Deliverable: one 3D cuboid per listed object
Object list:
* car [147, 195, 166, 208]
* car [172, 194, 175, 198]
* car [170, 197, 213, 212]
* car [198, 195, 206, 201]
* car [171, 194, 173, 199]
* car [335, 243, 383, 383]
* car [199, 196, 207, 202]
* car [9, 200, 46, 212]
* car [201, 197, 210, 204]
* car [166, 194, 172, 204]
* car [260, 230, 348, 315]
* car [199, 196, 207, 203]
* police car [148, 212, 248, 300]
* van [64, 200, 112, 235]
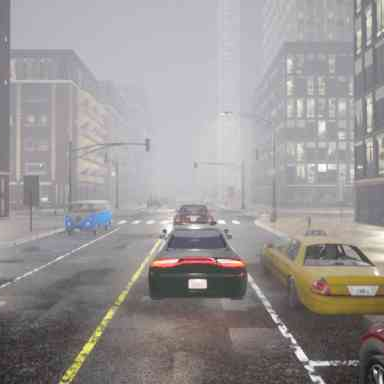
[{"bbox_3d":[-5.684,1.405,50.859,2.192,1.841,5.009,0,0,0],"label":"car"},{"bbox_3d":[-5.687,1.643,79.172,1.967,1.590,4.097,0,0,0],"label":"car"},{"bbox_3d":[0.085,1.368,18.616,2.097,1.767,4.553,0,0,0],"label":"car"},{"bbox_3d":[2.692,1.700,90.499,1.967,1.590,4.097,0,0,0],"label":"car"},{"bbox_3d":[-5.688,1.757,73.508,1.802,1.307,4.206,0,0,0],"label":"car"},{"bbox_3d":[2.706,1.441,1.883,1.967,1.590,4.097,1,0,0],"label":"car"},{"bbox_3d":[2.692,1.797,84.835,1.947,1.339,4.313,0,0,0],"label":"car"},{"bbox_3d":[-19.055,1.536,37.861,4.507,1.381,1.887,0,-1,0],"label":"car"},{"bbox_3d":[2.693,1.676,68.017,1.752,1.417,4.829,0,0,0],"label":"car"},{"bbox_3d":[-5.687,1.716,67.846,1.947,1.339,4.313,0,0,0],"label":"car"},{"bbox_3d":[2.707,1.529,7.577,1.752,1.417,4.829,1,0,0],"label":"car"},{"bbox_3d":[2.692,1.729,79.342,1.752,1.417,4.829,0,0,0],"label":"car"},{"bbox_3d":[0.102,1.509,8.506,2.038,1.542,4.974,0,0,0],"label":"police car"},{"bbox_3d":[-5.660,1.357,18.453,1.690,1.788,3.998,1,0,0],"label":"van"}]
